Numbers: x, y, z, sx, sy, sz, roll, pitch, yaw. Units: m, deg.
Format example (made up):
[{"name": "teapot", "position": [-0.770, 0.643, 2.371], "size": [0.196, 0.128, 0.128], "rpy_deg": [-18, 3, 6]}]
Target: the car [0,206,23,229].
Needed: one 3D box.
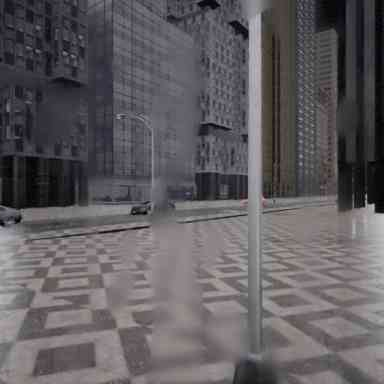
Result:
[{"name": "car", "position": [-12.391, 1.476, 19.180], "size": [2.128, 1.511, 4.902], "rpy_deg": [0, 0, 33]}]

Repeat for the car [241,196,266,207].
[{"name": "car", "position": [9.042, 1.288, 48.591], "size": [2.097, 1.767, 4.553], "rpy_deg": [0, 0, 37]}]

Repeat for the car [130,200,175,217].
[{"name": "car", "position": [-3.632, 1.443, 31.392], "size": [1.882, 1.535, 5.008], "rpy_deg": [0, 1, 36]}]
